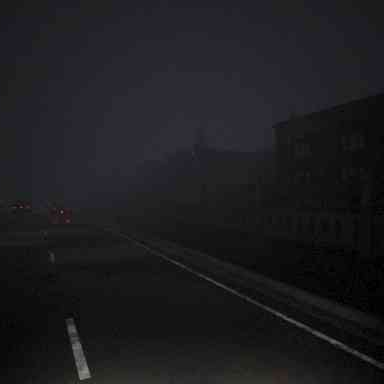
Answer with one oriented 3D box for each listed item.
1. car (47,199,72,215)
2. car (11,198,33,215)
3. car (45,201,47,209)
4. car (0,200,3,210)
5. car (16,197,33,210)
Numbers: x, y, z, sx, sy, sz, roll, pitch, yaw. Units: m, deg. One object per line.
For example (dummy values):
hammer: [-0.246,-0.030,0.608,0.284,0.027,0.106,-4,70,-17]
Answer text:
car: [-13.282,1.601,33.567,1.895,1.301,4.718,0,0,-25]
car: [-17.462,1.547,34.245,2.033,1.411,5.357,0,0,-25]
car: [-17.688,1.564,42.787,1.994,1.385,4.181,0,0,-26]
car: [-24.908,1.478,41.707,1.882,1.535,5.008,0,0,-25]
car: [-21.955,1.505,43.662,1.837,1.490,4.892,0,0,-25]
